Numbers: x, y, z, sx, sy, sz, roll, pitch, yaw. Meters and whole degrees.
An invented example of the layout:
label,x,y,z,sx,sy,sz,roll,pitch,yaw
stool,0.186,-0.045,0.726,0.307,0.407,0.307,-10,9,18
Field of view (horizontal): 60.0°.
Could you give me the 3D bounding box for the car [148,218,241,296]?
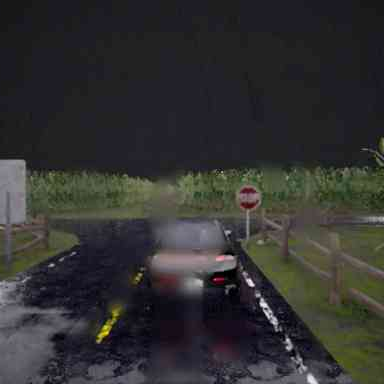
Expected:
label,x,y,z,sx,sy,sz,roll,pitch,yaw
car,0.030,1.407,8.376,2.128,1.511,4.902,0,1,0
